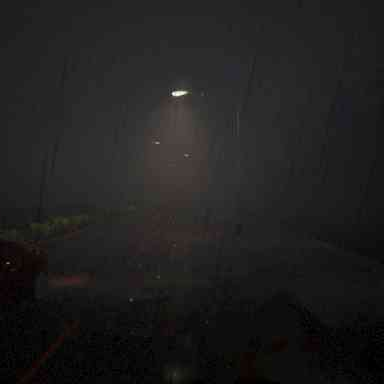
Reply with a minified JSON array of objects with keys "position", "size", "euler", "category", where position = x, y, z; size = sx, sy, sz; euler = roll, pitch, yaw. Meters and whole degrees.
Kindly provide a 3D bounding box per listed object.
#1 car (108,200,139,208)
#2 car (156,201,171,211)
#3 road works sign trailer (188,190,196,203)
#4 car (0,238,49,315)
[{"position":[-10.321,1.940,52.161],"size":[5.357,1.415,2.033],"euler":[0,-1,-40],"category":"car"},{"position":[-4.055,1.997,48.506],"size":[2.033,1.411,5.357],"euler":[0,-1,1],"category":"car"},{"position":[-0.043,1.344,94.985],"size":[2.380,3.560,2.880],"euler":[0,-1,0],"category":"road works sign trailer"},{"position":[-4.090,1.580,5.731],"size":[1.812,1.442,4.674],"euler":[0,-1,0],"category":"car"}]
